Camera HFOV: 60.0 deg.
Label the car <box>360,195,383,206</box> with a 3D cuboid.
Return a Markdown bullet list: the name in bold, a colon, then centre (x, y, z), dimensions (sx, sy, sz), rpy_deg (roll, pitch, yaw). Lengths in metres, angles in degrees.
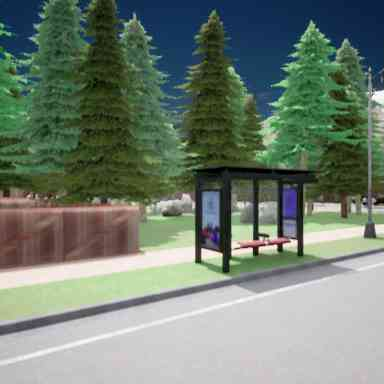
- **car**: centre (27.598, 1.119, 49.988), dimensions (4.605, 1.855, 1.932), rpy_deg (0, 0, -37)

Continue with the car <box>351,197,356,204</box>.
- **car**: centre (25.780, 1.121, 51.767), dimensions (3.866, 1.878, 1.905), rpy_deg (0, 0, -37)
